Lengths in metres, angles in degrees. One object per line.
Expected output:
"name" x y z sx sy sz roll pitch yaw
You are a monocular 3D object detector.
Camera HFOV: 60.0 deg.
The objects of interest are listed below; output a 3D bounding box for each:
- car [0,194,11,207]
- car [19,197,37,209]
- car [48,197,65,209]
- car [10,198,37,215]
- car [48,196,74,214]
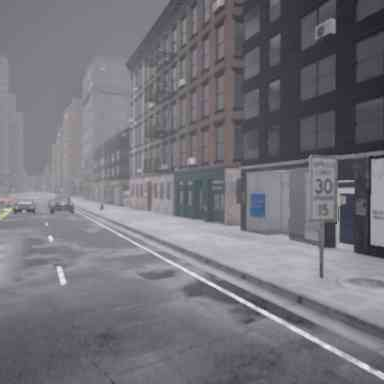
"car" -25.089 1.009 43.749 2.097 1.767 4.553 0 0 -25
"car" -20.620 1.372 41.891 1.895 1.301 4.718 0 0 -24
"car" -17.666 1.389 43.247 1.895 1.301 4.718 0 0 -24
"car" -15.878 1.427 31.732 1.895 1.301 4.718 0 0 -24
"car" -13.107 1.194 33.418 2.097 1.767 4.553 0 0 -25
